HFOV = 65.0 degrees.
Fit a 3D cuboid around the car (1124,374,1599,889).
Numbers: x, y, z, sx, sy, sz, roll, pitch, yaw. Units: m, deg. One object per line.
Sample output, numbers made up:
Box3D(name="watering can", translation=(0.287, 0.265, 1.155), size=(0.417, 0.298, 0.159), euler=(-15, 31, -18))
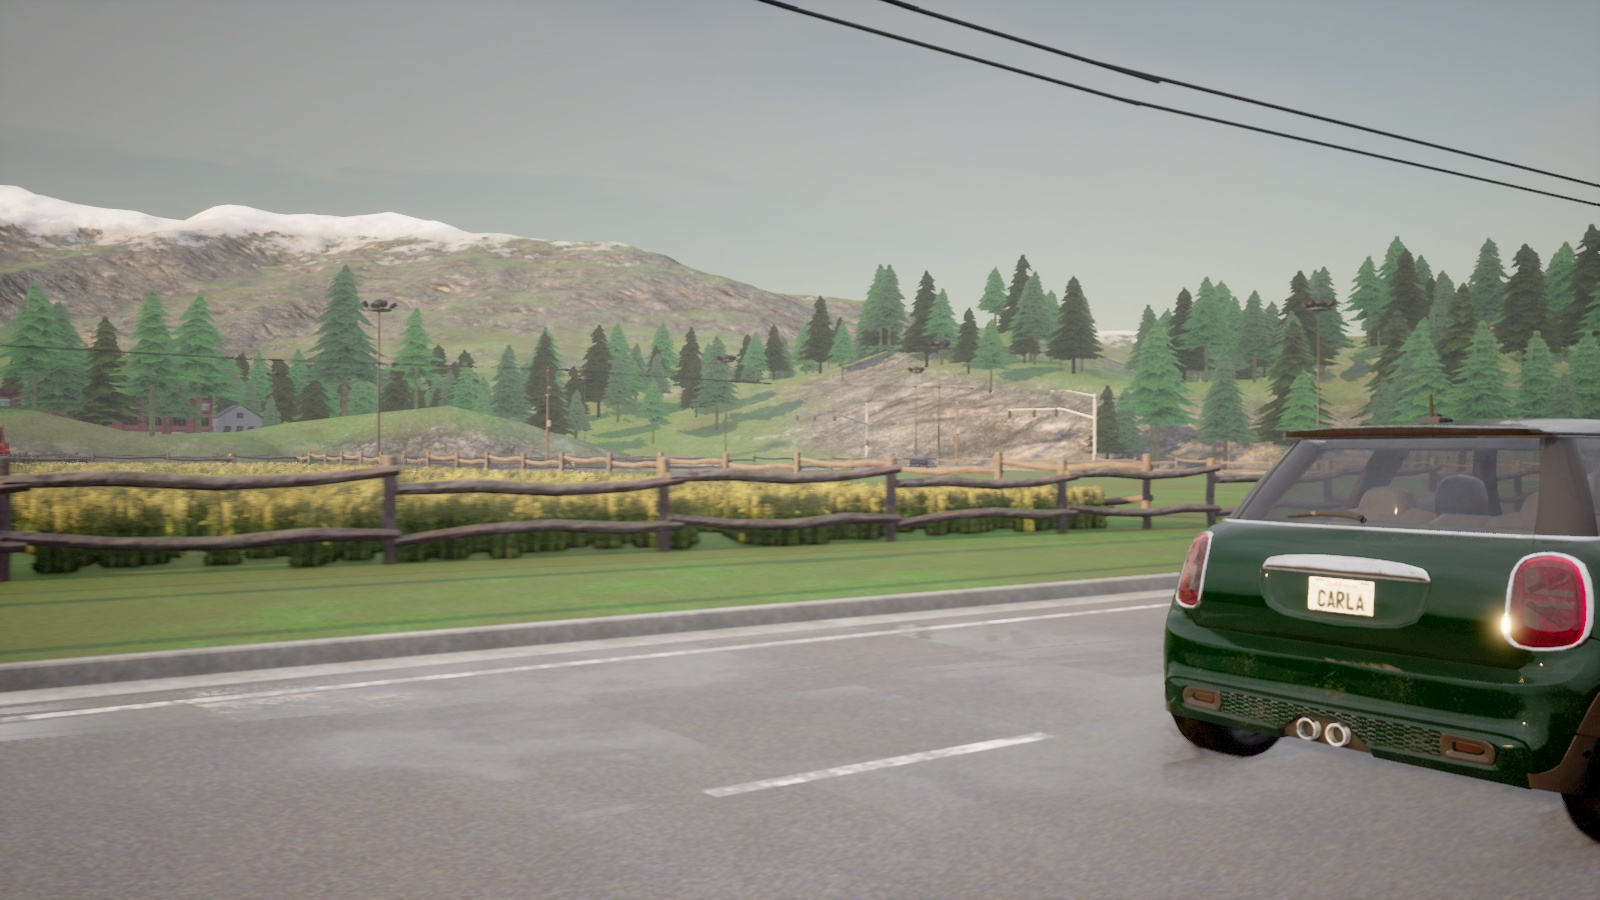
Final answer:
Box3D(name="car", translation=(4.019, 0.630, 6.456), size=(4.553, 1.767, 2.097), euler=(0, 0, -35))
